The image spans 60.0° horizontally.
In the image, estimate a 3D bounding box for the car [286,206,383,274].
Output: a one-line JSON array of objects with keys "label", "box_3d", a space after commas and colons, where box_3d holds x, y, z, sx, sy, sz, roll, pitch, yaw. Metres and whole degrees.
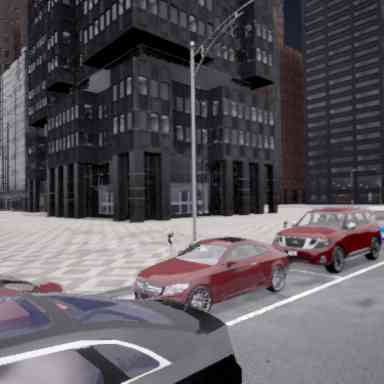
[{"label": "car", "box_3d": [4.846, 1.501, 11.524, 5.009, 1.841, 2.192, 0, -2, -42]}]

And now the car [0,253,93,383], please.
[{"label": "car", "box_3d": [-3.549, 1.718, 3.877, 4.206, 1.307, 1.802, 0, -2, -42]}]

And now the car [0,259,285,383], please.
[{"label": "car", "box_3d": [-1.739, 1.563, 1.919, 4.902, 1.511, 2.128, 0, -2, -42]}]

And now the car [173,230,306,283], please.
[{"label": "car", "box_3d": [0.650, 1.743, 7.697, 4.206, 1.307, 1.802, 0, -2, -42]}]
